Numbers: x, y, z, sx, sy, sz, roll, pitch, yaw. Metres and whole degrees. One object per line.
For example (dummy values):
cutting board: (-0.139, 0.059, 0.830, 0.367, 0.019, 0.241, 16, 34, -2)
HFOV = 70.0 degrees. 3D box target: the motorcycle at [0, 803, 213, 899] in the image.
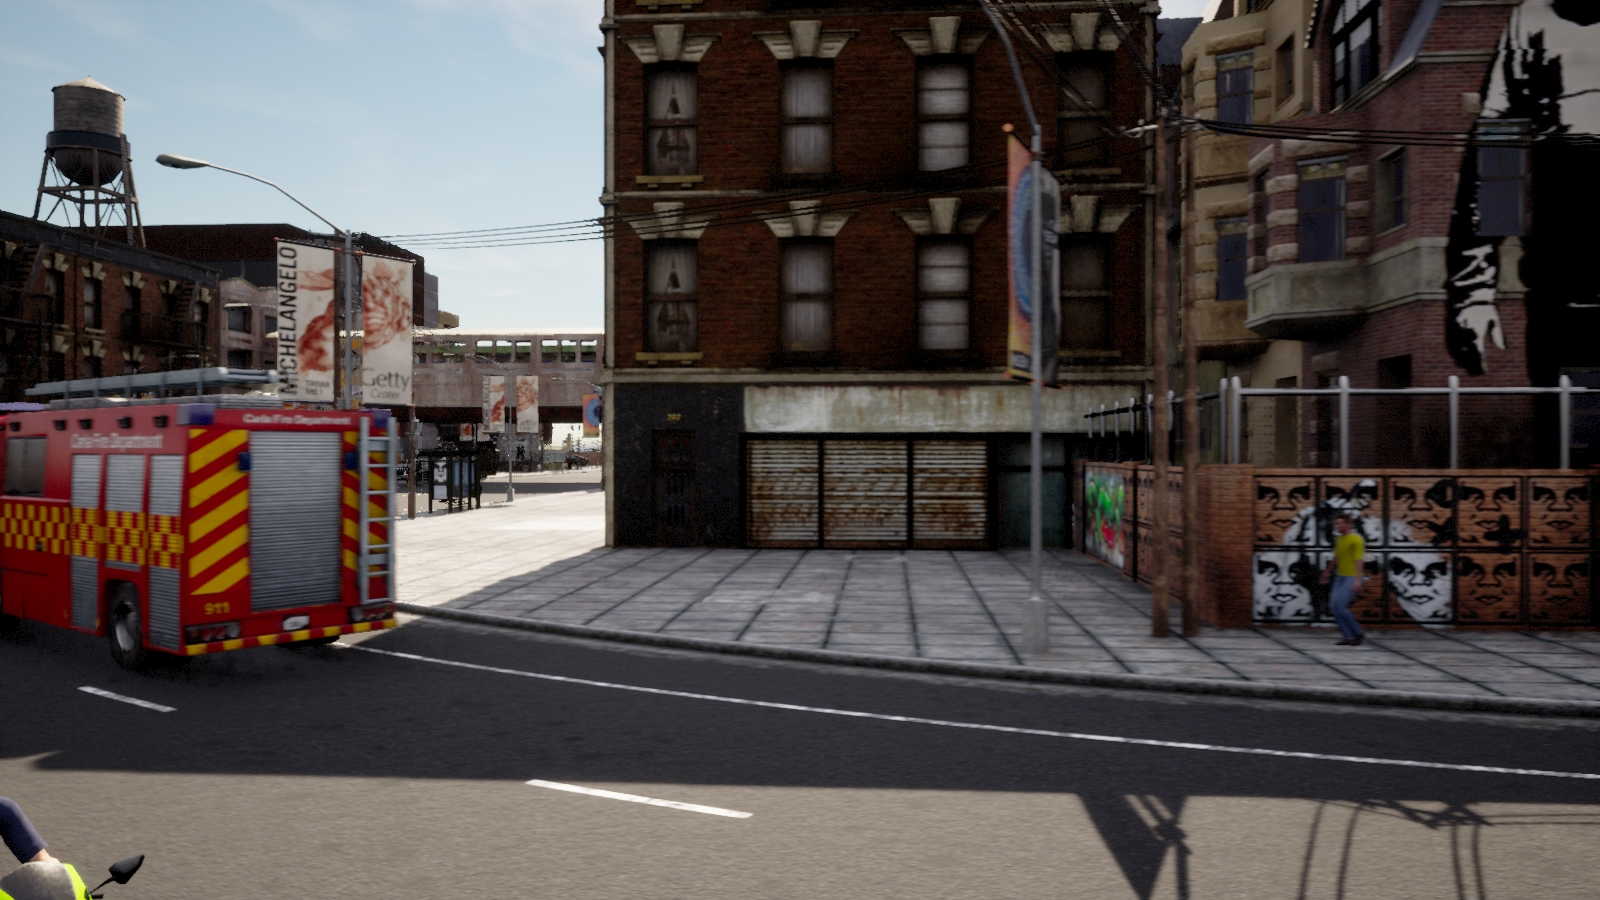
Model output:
motorcycle: (-3.497, 2.214, 4.761, 2.033, 1.145, 0.803, 0, -1, 26)

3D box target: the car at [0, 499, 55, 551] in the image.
car: (-23.555, 2.163, 33.074, 1.895, 1.301, 4.718, 0, 0, -14)

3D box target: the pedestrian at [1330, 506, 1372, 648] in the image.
pedestrian: (7.430, 1.702, 15.415, 0.375, 1.860, 0.375, 0, 0, -7)

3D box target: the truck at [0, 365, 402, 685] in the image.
truck: (-9.775, 0.895, 17.365, 8.468, 3.827, 2.891, 0, 0, 38)
